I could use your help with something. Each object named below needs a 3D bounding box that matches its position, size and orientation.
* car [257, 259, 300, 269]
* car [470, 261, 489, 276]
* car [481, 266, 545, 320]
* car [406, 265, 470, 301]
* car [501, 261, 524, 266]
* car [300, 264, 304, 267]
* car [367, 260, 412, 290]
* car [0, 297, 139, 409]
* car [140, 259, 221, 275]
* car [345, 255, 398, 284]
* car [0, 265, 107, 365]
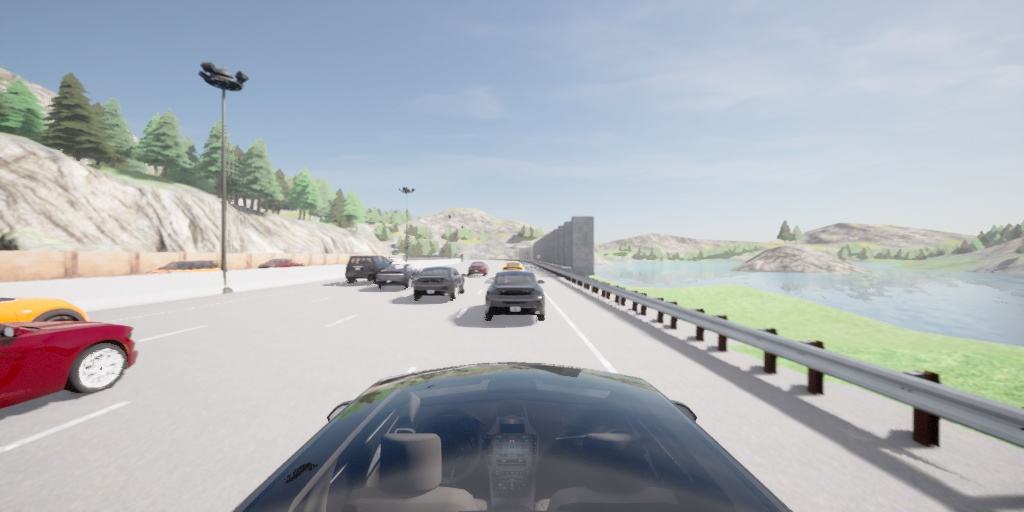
[{"bbox_3d":[-28.073,1.103,42.863,2.097,1.767,4.553,0,0,1],"label":"car"},{"bbox_3d":[-3.418,1.277,36.646,1.812,1.442,4.674,0,0,0],"label":"car"},{"bbox_3d":[0.095,1.255,12.558,1.837,1.490,4.892,0,0,0],"label":"car"},{"bbox_3d":[-3.410,1.255,17.463,1.837,1.490,4.892,0,0,0],"label":"car"},{"bbox_3d":[0.075,1.229,32.425,1.882,1.535,5.008,0,0,0],"label":"car"},{"bbox_3d":[-31.496,1.352,50.387,1.895,1.301,4.718,0,0,1],"label":"car"},{"bbox_3d":[-6.911,1.242,22.565,2.128,1.511,4.902,0,0,0],"label":"car"},{"bbox_3d":[-6.901,1.228,3.616,1.882,1.535,5.008,0,0,0],"label":"car"},{"bbox_3d":[-21.110,1.102,23.033,2.097,1.767,4.553,0,0,0],"label":"car"},{"bbox_3d":[-10.412,0.972,26.857,2.150,2.045,5.566,0,0,0],"label":"car"},{"bbox_3d":[-10.403,1.102,6.007,2.097,1.767,4.553,0,0,0],"label":"car"}]
